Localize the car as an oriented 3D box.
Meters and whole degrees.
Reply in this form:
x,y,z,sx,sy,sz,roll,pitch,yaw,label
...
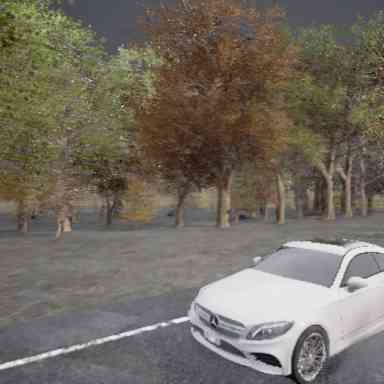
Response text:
x,y,z,sx,sy,sz,roll,pitch,yaw,label
2.140,1.550,5.511,4.674,1.442,1.812,0,0,-36,car
